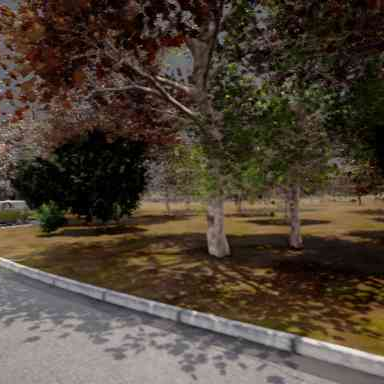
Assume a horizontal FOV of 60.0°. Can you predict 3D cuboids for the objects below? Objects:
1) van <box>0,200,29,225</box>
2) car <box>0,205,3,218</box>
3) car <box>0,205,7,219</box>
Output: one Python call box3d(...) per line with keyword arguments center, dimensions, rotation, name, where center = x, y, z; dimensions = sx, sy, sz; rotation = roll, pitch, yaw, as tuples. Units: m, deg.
box3d(center=(-14.848, 1.668, 25.166), dimensions=(1.878, 1.987, 4.442), rotation=(-2, 0, 31), name="van")
box3d(center=(-23.913, 2.272, 36.916), dimensions=(2.002, 1.452, 4.674), rotation=(-2, -1, 33), name="car")
box3d(center=(-22.114, 2.205, 34.565), dimensions=(2.002, 1.452, 4.674), rotation=(-2, -1, 33), name="car")
